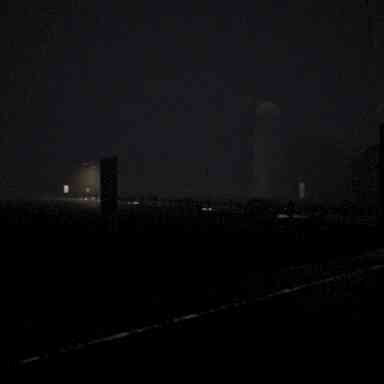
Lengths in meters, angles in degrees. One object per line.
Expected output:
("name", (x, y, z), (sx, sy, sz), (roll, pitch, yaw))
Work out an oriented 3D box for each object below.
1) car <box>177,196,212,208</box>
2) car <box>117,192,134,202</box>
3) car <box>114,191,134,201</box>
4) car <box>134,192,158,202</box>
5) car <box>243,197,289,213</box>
("car", (0.207, 1.235, 42.094), (2.033, 1.411, 5.357), (-1, 1, -36))
("car", (-10.967, 1.066, 57.691), (1.994, 1.385, 4.181), (-1, 1, -35))
("car", (-13.557, 0.749, 66.043), (2.097, 1.767, 4.553), (-1, 1, -36))
("car", (-7.778, 0.846, 58.098), (2.097, 1.767, 4.553), (-1, 1, -35))
("car", (7.150, 1.304, 32.468), (1.837, 1.490, 4.892), (-1, 1, -36))
